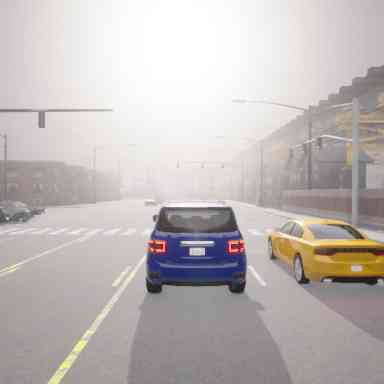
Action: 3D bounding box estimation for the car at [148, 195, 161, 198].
[{"bbox_3d":[-7.070,1.606,57.977,2.033,1.411,5.357,0,0,0],"label":"car"}]

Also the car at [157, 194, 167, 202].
[{"bbox_3d":[-6.995,1.441,77.908,2.097,1.767,4.553,0,0,0],"label":"car"}]

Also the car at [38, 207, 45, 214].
[{"bbox_3d":[-16.512,1.544,30.599,5.357,1.411,2.033,0,0,-6],"label":"car"}]

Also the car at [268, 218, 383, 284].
[{"bbox_3d":[3.565,1.502,9.667,1.882,1.535,5.008,0,0,0],"label":"car"}]

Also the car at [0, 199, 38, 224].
[{"bbox_3d":[-13.989,1.347,24.549,4.553,1.767,2.097,0,0,29],"label":"car"}]

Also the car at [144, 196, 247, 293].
[{"bbox_3d":[0.065,1.236,9.041,2.150,2.045,5.566,0,0,-1],"label":"car"}]
